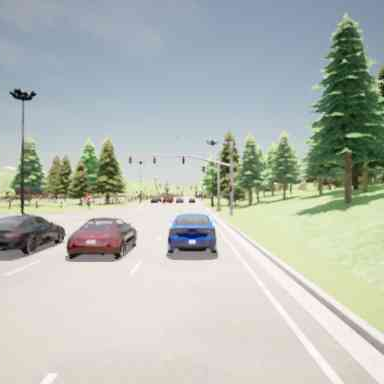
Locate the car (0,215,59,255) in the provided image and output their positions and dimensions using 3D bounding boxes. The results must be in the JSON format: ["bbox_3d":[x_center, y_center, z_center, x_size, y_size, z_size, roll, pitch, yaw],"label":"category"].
[{"bbox_3d":[-6.970,1.679,13.880,1.812,1.442,4.674,0,0,1],"label":"car"}]

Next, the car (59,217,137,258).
[{"bbox_3d":[-3.471,1.715,13.493,1.994,1.385,4.181,0,-1,0],"label":"car"}]

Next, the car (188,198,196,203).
[{"bbox_3d":[0.018,2.502,93.661,1.882,1.535,5.008,0,-1,0],"label":"car"}]

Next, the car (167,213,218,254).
[{"bbox_3d":[0.031,1.636,14.227,1.882,1.535,5.008,0,0,0],"label":"car"}]

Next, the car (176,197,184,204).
[{"bbox_3d":[-3.482,2.383,94.016,2.097,1.767,4.553,0,-1,0],"label":"car"}]

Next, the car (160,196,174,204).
[{"bbox_3d":[-6.982,2.249,93.695,2.150,2.045,5.566,0,-1,0],"label":"car"}]

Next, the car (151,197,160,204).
[{"bbox_3d":[-10.482,2.524,93.663,1.837,1.490,4.892,0,-1,0],"label":"car"}]
